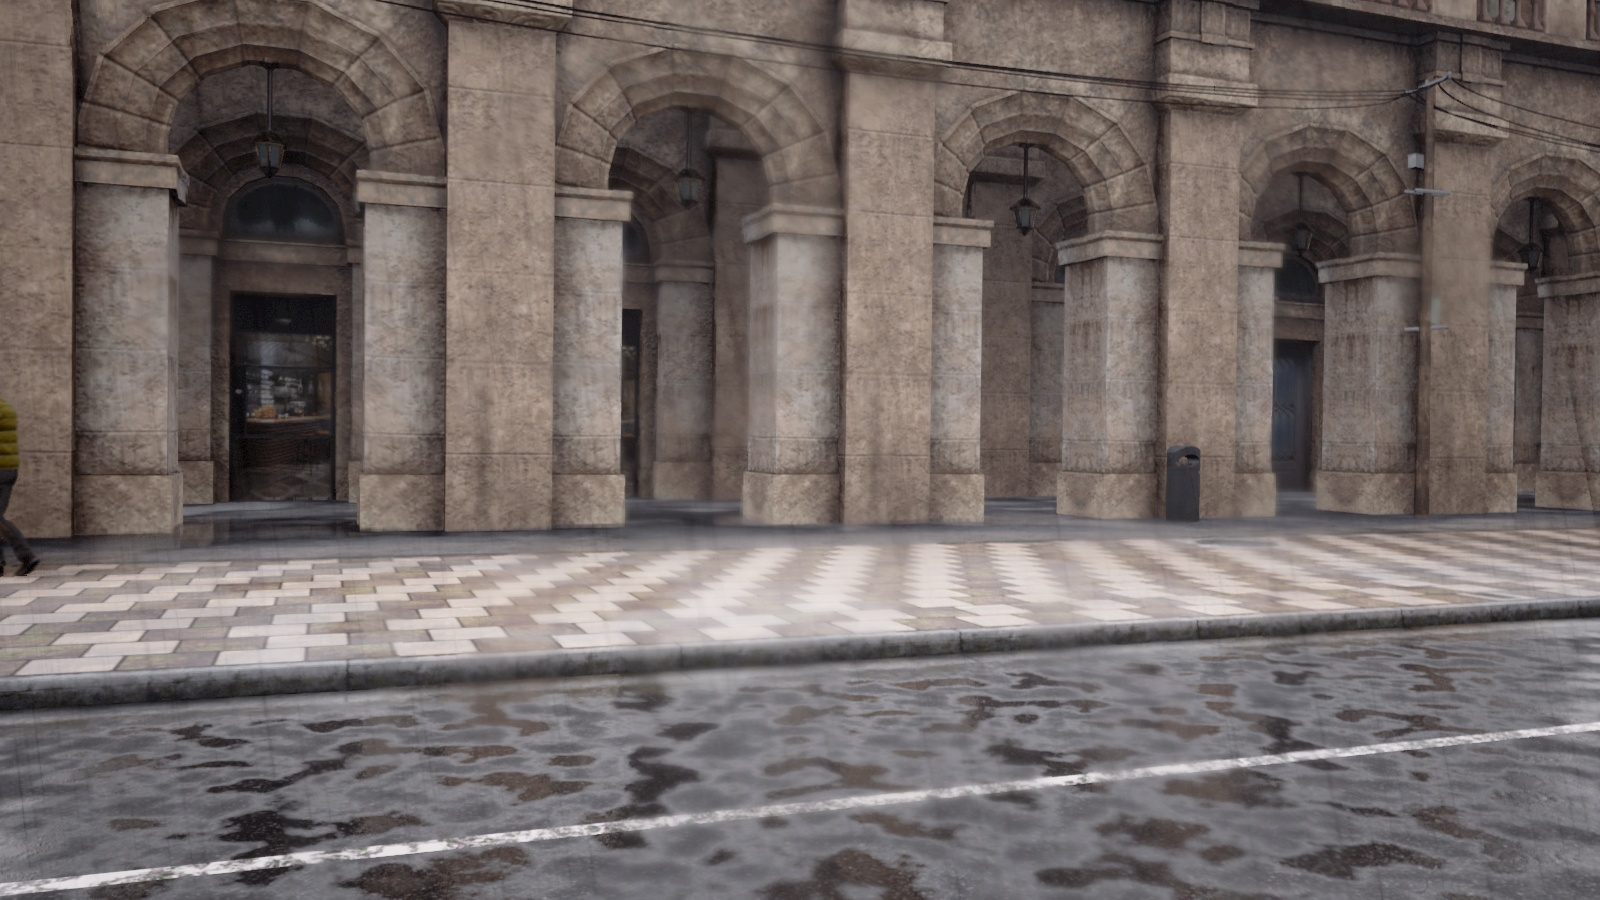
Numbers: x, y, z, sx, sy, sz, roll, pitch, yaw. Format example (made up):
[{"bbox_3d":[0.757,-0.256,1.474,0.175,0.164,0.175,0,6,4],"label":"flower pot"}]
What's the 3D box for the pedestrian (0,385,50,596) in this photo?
[{"bbox_3d":[-7.093,0.350,11.057,0.726,1.835,0.370,-1,1,-13],"label":"pedestrian"}]
